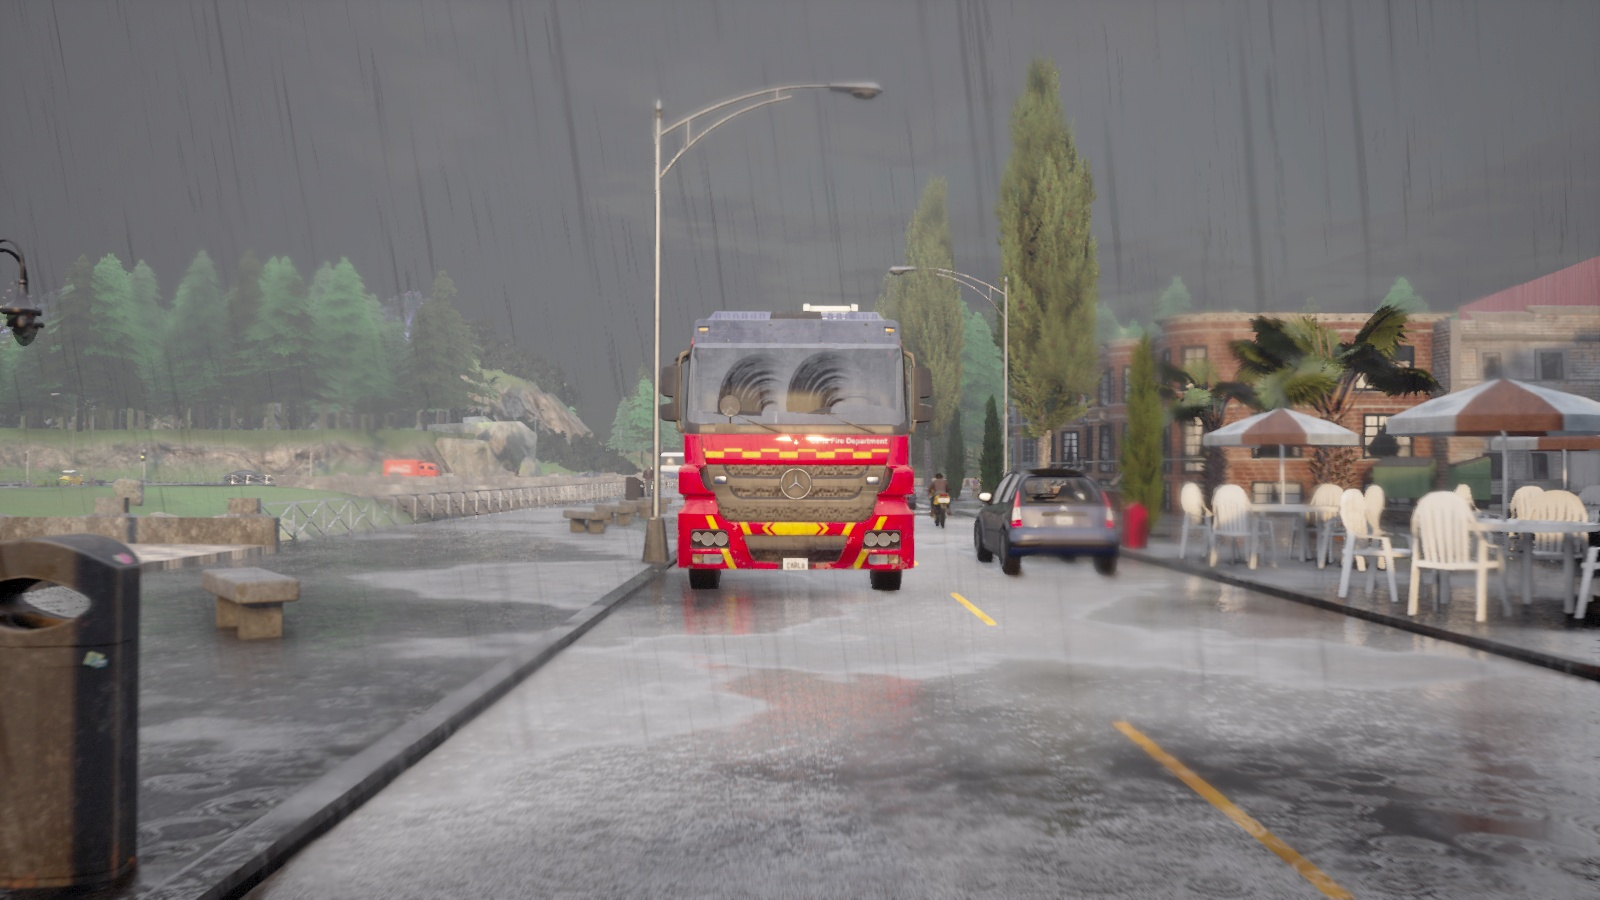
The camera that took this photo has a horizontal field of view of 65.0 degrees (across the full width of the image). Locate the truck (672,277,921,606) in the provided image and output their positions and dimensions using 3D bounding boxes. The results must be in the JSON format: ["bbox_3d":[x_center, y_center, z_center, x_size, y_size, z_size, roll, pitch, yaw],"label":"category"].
[{"bbox_3d":[-0.054,-0.034,18.857,2.891,3.827,8.468,0,-1,0],"label":"truck"}]

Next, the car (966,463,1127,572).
[{"bbox_3d":[3.945,1.045,20.763,1.851,1.617,3.988,0,-1,0],"label":"car"}]

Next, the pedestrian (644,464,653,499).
[{"bbox_3d":[-8.195,1.697,68.071,0.376,1.854,0.720,0,-1,1],"label":"pedestrian"}]

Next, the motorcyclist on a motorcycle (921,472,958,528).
[{"bbox_3d":[3.908,1.371,35.233,0.797,1.523,2.044,0,-1,0],"label":"motorcyclist on a motorcycle"}]
